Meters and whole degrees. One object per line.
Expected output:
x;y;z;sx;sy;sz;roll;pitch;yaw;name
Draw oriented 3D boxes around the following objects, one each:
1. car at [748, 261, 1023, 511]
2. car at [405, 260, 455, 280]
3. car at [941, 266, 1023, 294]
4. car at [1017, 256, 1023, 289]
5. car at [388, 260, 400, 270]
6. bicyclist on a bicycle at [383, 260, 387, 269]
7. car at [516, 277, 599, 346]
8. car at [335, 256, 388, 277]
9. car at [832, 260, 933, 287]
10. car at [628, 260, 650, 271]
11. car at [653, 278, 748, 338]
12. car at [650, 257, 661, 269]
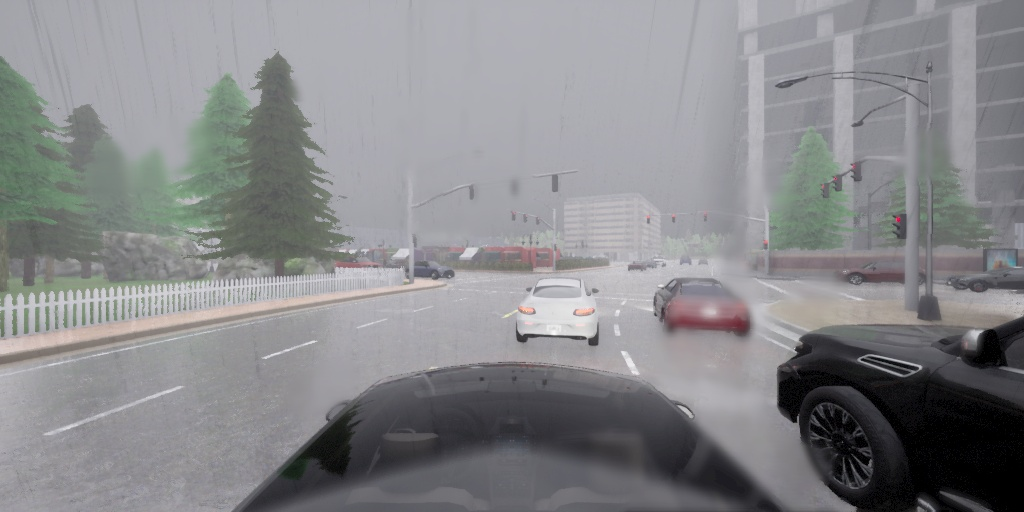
3.737;0.971;1.199;2.150;2.045;5.566;0;0;0;car
-7.306;1.157;31.952;4.553;1.767;2.097;0;0;30;car
28.011;1.331;20.151;4.674;1.442;1.812;0;0;29;car
34.260;1.026;20.651;5.566;2.045;2.150;0;0;30;car
-17.860;1.310;50.254;4.892;1.490;1.837;0;0;30;car
-15.714;1.258;44.291;0.582;1.620;1.656;0;0;-22;bicyclist on a bicycle
1.279;1.276;9.421;1.812;1.442;4.674;0;0;11;car
-15.706;1.027;36.726;5.566;2.045;2.150;0;0;30;car
25.926;1.157;25.385;4.553;1.767;2.097;0;0;30;car
17.027;1.350;48.592;1.895;1.301;4.718;0;0;29;car
5.301;1.314;10.427;1.994;1.385;4.181;0;0;17;car
22.119;1.297;57.684;2.033;1.411;5.357;0;0;30;car
